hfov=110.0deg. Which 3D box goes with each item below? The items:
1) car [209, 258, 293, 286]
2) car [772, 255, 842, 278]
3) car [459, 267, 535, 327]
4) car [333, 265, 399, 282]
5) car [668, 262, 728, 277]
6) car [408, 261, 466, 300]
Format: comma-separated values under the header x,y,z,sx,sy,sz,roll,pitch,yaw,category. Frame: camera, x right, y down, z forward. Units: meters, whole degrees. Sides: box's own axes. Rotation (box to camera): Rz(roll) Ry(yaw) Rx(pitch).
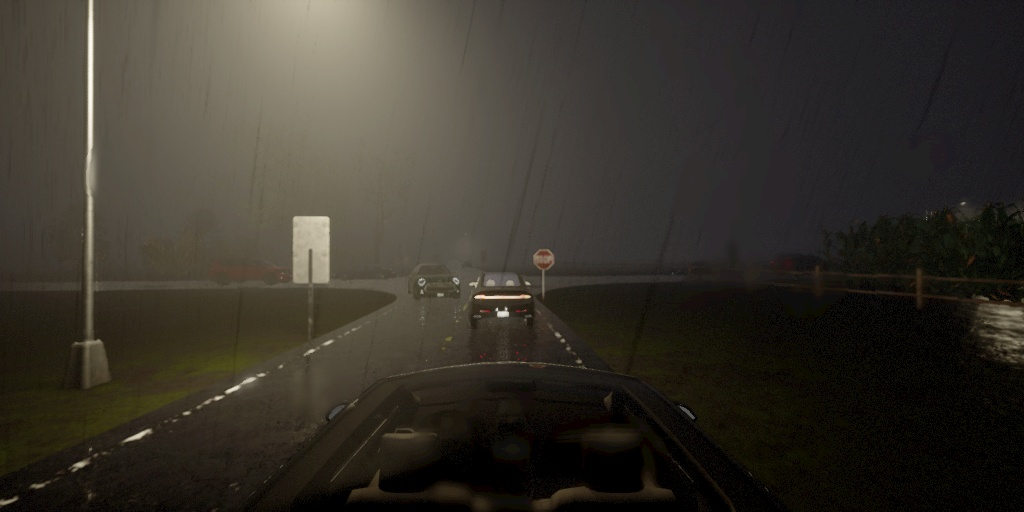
x,y,z,sx,sy,sz,roll,pitch,yaw,category
-19.754,1.201,27.447,5.566,2.045,2.150,0,0,-5,car
26.583,0.881,32.377,5.566,2.045,2.150,0,0,-7,car
-0.374,1.285,11.643,2.128,1.511,4.902,0,0,-3,car
-12.834,1.488,31.735,5.357,1.411,2.033,0,0,-5,car
18.187,1.273,35.037,5.357,1.411,2.033,0,0,-7,car
-4.020,1.174,18.238,2.097,1.767,4.553,0,0,-21,car
